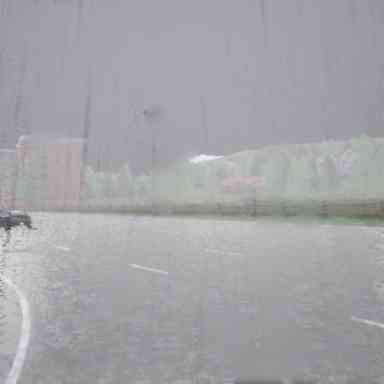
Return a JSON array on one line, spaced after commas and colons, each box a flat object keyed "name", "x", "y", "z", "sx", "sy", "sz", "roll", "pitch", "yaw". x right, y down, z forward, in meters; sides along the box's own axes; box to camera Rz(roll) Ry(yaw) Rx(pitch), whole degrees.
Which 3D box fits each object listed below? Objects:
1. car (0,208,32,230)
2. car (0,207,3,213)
[{"name": "car", "x": -15.437, "y": 2.406, "z": 28.925, "sx": 1.837, "sy": 1.490, "sz": 4.892, "roll": -2, "pitch": -1, "yaw": -42}, {"name": "car", "x": -46.751, "y": 4.236, "z": 79.354, "sx": 1.895, "sy": 1.301, "sz": 4.718, "roll": -2, "pitch": -1, "yaw": -42}]
